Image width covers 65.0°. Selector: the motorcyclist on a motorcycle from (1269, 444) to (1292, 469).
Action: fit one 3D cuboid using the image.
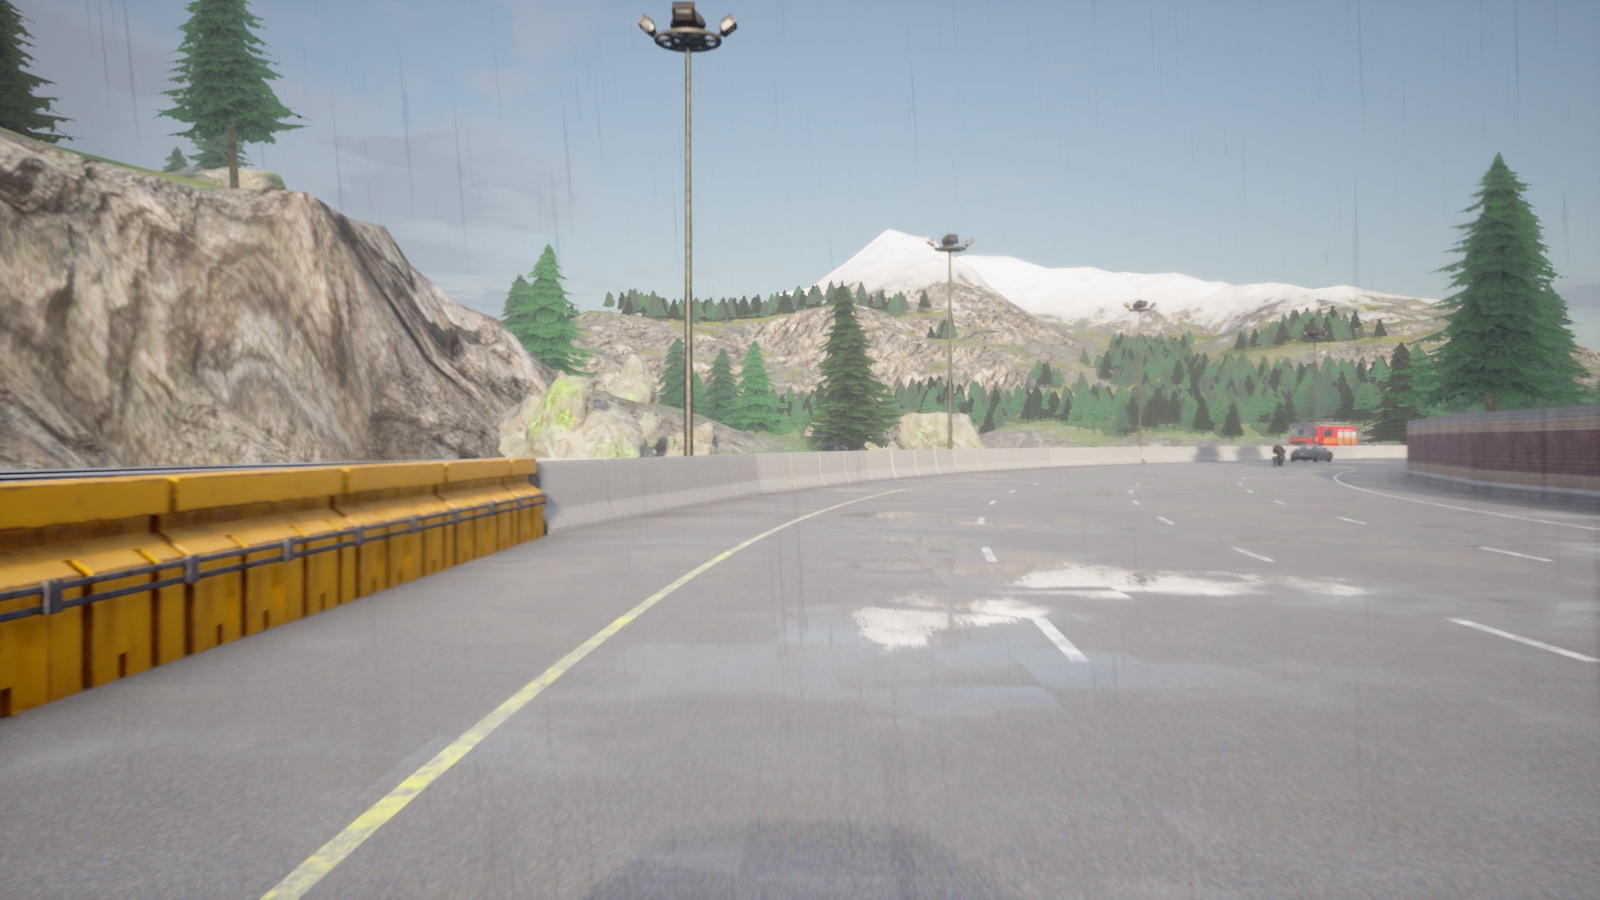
[{"bbox_3d":[29.297,0.382,76.519,0.866,1.530,2.191,1,1,33],"label":"motorcyclist on a motorcycle"}]
